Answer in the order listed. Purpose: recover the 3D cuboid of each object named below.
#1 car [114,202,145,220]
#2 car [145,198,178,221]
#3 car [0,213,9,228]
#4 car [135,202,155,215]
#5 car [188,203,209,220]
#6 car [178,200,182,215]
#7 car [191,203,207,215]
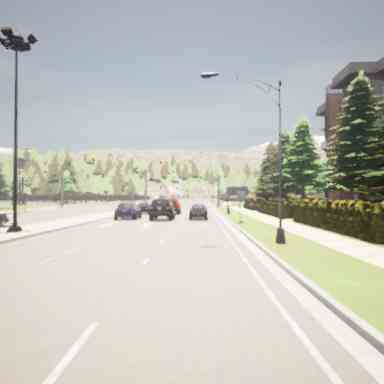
[{"bbox_3d":[-6.343,1.830,33.426,2.097,1.767,4.553,0,-1,1],"label":"car"},{"bbox_3d":[-2.861,1.690,32.658,2.150,2.045,5.566,0,-1,1],"label":"car"},{"bbox_3d":[-14.700,1.866,22.588,2.033,1.411,5.357,0,-1,1],"label":"car"},{"bbox_3d":[-6.098,2.129,43.569,1.837,1.490,4.892,0,0,1],"label":"car"},{"bbox_3d":[0.659,1.973,33.431,2.128,1.511,4.902,0,-1,1],"label":"car"},{"bbox_3d":[-2.605,1.843,43.316,2.150,2.045,5.566,0,-1,1],"label":"car"},{"bbox_3d":[0.910,2.194,43.847,1.994,1.385,4.181,0,-1,2],"label":"car"}]
